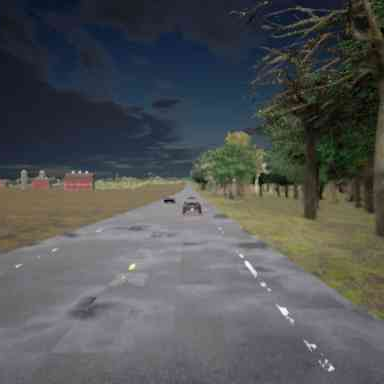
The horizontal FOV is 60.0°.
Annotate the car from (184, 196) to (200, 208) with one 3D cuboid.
[{"bbox_3d":[-0.032,1.346,45.694,2.033,1.411,5.357,0,0,0],"label":"car"}]

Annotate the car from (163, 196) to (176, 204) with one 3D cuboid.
[{"bbox_3d":[-3.667,1.324,55.129,1.895,1.301,4.718,0,0,0],"label":"car"}]

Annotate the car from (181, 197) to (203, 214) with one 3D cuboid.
[{"bbox_3d":[0.001,1.390,33.871,1.837,1.490,4.892,0,1,0],"label":"car"}]
